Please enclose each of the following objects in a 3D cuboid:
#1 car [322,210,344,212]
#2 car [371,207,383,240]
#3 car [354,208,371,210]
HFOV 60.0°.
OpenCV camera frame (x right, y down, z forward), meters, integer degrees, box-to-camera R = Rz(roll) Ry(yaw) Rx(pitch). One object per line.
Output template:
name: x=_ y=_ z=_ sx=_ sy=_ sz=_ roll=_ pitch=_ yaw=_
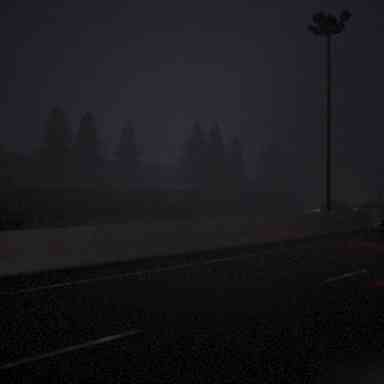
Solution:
car: x=14.797 y=1.528 z=34.333 sx=2.128 sy=1.511 sz=4.902 roll=0 pitch=0 yaw=42
car: x=10.653 y=1.545 z=15.928 sx=4.674 sy=1.442 sz=1.812 roll=0 pitch=0 yaw=-38
car: x=16.842 y=1.636 z=31.311 sx=1.895 sy=1.301 sz=4.718 roll=0 pitch=0 yaw=43
